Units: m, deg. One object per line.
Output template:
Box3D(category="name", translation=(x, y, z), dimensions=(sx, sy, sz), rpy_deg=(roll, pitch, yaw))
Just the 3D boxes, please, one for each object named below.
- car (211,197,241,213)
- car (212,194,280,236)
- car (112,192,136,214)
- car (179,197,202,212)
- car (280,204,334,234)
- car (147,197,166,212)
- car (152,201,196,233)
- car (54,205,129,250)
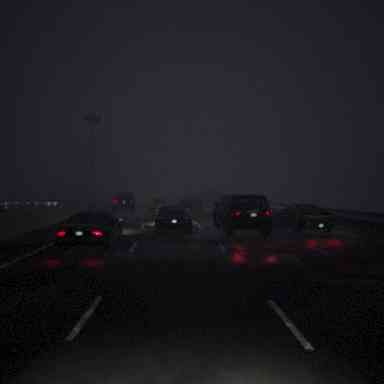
Box3D(category="car", translation=(3.505, 1.311, 35.182), dimensions=(1.837, 1.490, 4.892), rpy_deg=(0, 0, -11))
Box3D(category="car", translation=(2.539, 1.123, 17.844), dimensions=(2.150, 2.045, 5.566), rpy_deg=(0, 0, -6))
Box3D(category="car", translation=(-6.785, 1.049, 33.287), dimensions=(2.150, 2.045, 5.566), rpy_deg=(0, 0, -11))
Box3D(category="car", translation=(-0.274, 1.282, 36.343), dimensions=(1.882, 1.535, 5.008), rpy_deg=(0, 0, -11))
Box3D(category="car", translation=(5.973, 1.385, 18.433), dimensions=(2.128, 1.511, 4.902), rpy_deg=(0, 0, -6))
Box3D(category="car", translation=(-3.784, 1.288, 36.038), dimensions=(1.882, 1.535, 5.008), rpy_deg=(0, 0, -11))
Box3D(category="car", translation=(-1.119, 1.463, 18.949), dimensions=(1.994, 1.385, 4.181), rpy_deg=(0, 0, -6))
Box3D(category="car", translation=(-4.117, 1.476, 14.004), dimensions=(2.033, 1.411, 5.357), rpy_deg=(0, 0, -5))
